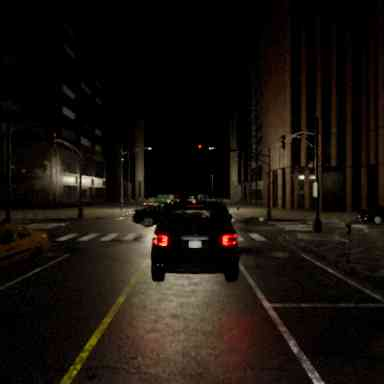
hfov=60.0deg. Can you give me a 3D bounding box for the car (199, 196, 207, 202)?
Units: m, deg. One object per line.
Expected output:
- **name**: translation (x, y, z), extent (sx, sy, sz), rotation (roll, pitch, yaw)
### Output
- **car**: translation (2.778, 1.835, 86.965), extent (1.947, 1.339, 4.313), rotation (0, 0, 0)

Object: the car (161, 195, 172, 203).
- **car**: translation (-5.748, 1.544, 75.733), extent (2.192, 1.841, 5.009), rotation (0, 0, 0)

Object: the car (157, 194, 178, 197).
- **car**: translation (-3.065, 1.328, 37.515), extent (2.150, 2.045, 5.566), rotation (0, 0, 0)

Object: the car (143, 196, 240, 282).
- **car**: translation (0.082, 1.249, 9.988), extent (2.150, 2.045, 5.566), rotation (0, 0, 0)

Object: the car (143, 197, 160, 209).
- **car**: translation (-5.753, 1.577, 47.686), extent (1.967, 1.590, 4.097), rotation (0, 0, 0)

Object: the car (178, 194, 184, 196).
- **car**: translation (-3.017, 1.519, 57.397), extent (2.097, 1.767, 4.553), rotation (0, 0, 1)

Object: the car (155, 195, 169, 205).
- **car**: translation (-5.750, 1.505, 64.514), extent (2.192, 1.841, 5.009), rotation (0, 0, 0)

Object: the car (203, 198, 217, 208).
- **car**: translation (2.773, 1.705, 53.311), extent (2.008, 1.369, 4.403), rotation (0, 0, 0)

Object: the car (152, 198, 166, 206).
- **car**: translation (-5.751, 1.723, 58.904), extent (2.008, 1.369, 4.403), rotation (0, 0, 0)

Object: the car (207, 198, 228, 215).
- **car**: translation (2.771, 1.544, 36.485), extent (1.967, 1.590, 4.097), rotation (0, 0, 0)

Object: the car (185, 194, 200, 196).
- **car**: translation (0.011, 1.690, 66.745), extent (2.128, 1.511, 4.902), rotation (0, 0, 0)

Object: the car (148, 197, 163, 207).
- **car**: translation (-5.752, 1.595, 53.295), extent (1.967, 1.590, 4.097), rotation (0, 0, 0)

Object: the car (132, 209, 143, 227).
- **car**: translation (-1.383, 1.548, 21.464), extent (4.902, 1.511, 2.128), rotation (0, 0, 0)

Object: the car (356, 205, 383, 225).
- **car**: translation (14.808, 1.634, 24.761), extent (4.892, 1.490, 1.837), rotation (0, 0, 0)

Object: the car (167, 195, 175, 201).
- **car**: translation (-5.746, 1.730, 92.561), extent (1.967, 1.590, 4.097), rotation (0, 0, 0)

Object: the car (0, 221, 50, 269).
- **car**: translation (-5.759, 1.552, 9.522), extent (1.752, 1.417, 4.829), rotation (0, 0, 0)

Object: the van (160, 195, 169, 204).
- **van**: translation (-5.749, 1.550, 70.123), extent (1.690, 1.788, 3.998), rotation (0, 0, 0)

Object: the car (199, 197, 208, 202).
- **car**: translation (2.777, 1.814, 81.356), extent (1.947, 1.339, 4.313), rotation (0, 0, 0)

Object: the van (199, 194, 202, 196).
- **van**: translation (2.776, 1.550, 70.139), extent (1.690, 1.788, 3.998), rotation (0, 0, 0)
